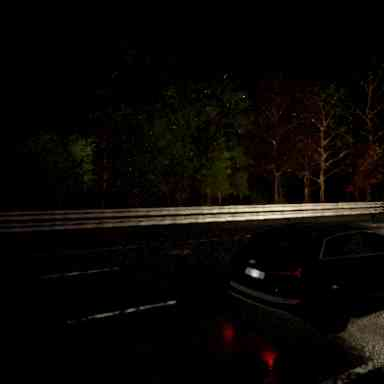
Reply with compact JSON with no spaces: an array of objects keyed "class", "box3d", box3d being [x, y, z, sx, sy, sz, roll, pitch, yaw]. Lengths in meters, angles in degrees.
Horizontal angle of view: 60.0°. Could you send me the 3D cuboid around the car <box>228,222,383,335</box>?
[{"class":"car","box3d":[2.991,1.430,6.713,4.856,1.649,2.033,0,0,-30]}]
